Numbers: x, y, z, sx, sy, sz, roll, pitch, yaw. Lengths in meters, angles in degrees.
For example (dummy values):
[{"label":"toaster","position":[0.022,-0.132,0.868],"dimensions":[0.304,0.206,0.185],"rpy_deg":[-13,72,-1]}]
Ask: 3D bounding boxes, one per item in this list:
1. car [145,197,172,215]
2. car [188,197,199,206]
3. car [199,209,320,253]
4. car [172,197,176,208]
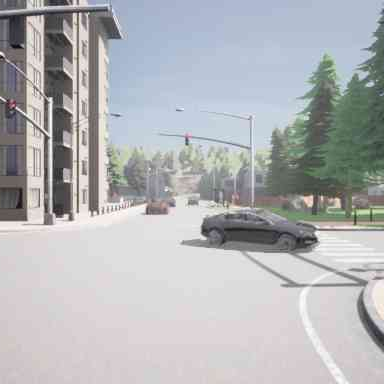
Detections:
[{"label":"car","position":[-3.480,1.351,33.872],"dimensions":[2.097,1.767,4.553],"rpy_deg":[0,0,0]},{"label":"car","position":[0.196,1.547,55.737],"dimensions":[2.033,1.411,5.357],"rpy_deg":[0,0,0]},{"label":"car","position":[2.640,1.483,13.693],"dimensions":[4.902,1.511,2.128],"rpy_deg":[0,1,32]},{"label":"car","position":[-3.408,1.478,49.294],"dimensions":[1.882,1.535,5.008],"rpy_deg":[0,0,0]}]
